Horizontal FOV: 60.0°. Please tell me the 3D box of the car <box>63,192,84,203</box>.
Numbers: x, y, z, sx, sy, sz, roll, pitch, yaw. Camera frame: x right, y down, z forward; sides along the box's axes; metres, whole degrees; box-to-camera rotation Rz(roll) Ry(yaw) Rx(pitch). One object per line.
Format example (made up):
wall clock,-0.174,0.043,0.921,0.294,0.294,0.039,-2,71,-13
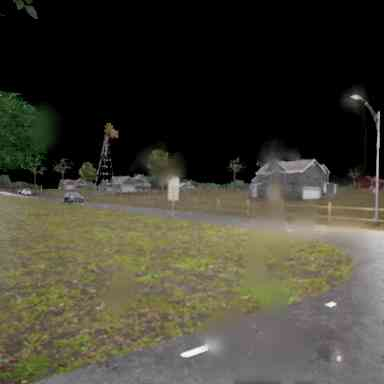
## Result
car,-18.329,0.760,51.446,2.097,1.767,4.553,2,-1,-36
